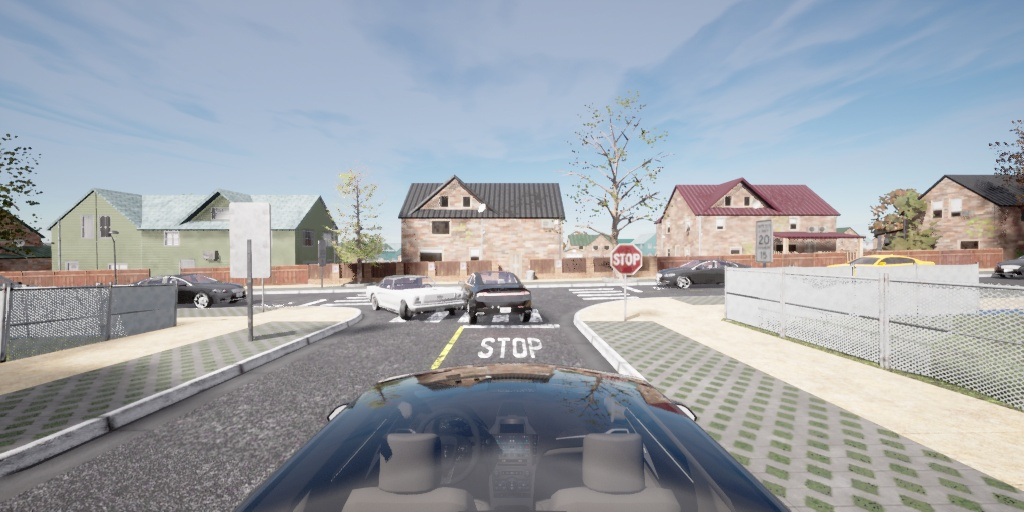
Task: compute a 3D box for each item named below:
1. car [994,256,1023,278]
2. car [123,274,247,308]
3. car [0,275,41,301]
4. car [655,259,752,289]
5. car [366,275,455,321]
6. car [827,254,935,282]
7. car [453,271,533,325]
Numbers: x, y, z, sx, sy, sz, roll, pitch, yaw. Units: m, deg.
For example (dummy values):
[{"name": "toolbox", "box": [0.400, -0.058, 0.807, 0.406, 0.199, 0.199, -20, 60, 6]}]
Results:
[{"name": "car", "box": [29.394, 0.478, 19.458, 4.902, 1.511, 2.128, -1, 1, 0]}, {"name": "car", "box": [-14.895, 1.566, 16.353, 4.902, 1.511, 2.128, -1, 1, 0]}, {"name": "car", "box": [-24.232, 1.648, 16.317, 4.553, 1.767, 2.097, -1, 1, 0]}, {"name": "car", "box": [10.340, 0.926, 19.394, 4.902, 1.511, 2.128, -1, 1, 0]}, {"name": "car", "box": [-3.597, 1.368, 12.852, 1.895, 1.301, 4.718, 0, 0, -38]}, {"name": "car", "box": [19.770, 0.690, 19.426, 5.008, 1.535, 1.882, -1, 1, -1]}, {"name": "car", "box": [-0.680, 1.242, 11.991, 2.128, 1.511, 4.902, 0, 0, -12]}]
